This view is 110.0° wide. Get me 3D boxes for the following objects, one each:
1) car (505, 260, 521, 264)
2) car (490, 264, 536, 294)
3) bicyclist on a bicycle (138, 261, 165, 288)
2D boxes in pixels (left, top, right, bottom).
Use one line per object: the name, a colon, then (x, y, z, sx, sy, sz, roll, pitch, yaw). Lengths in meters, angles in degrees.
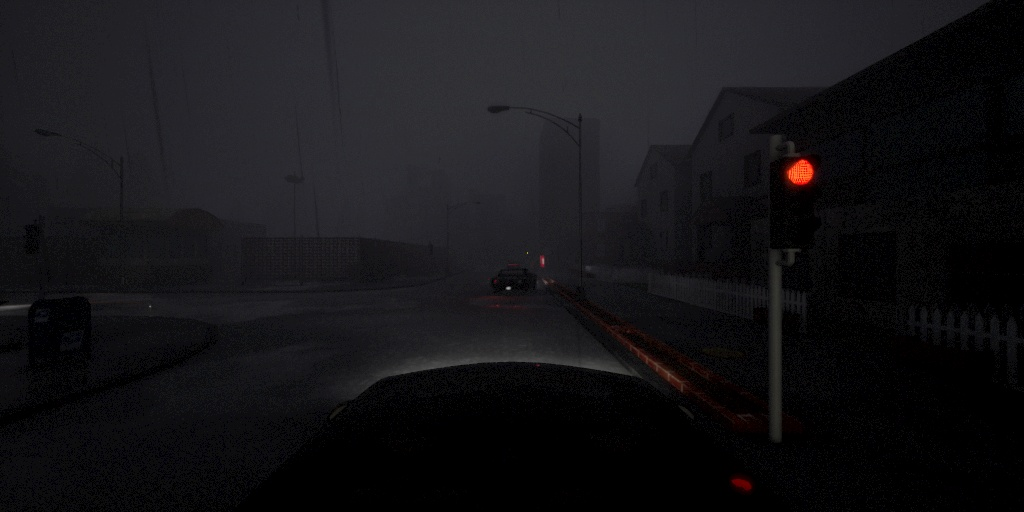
car: (0.134, 1.254, 47.680, 1.837, 1.490, 4.892, 0, 0, 0)
car: (0.223, 1.351, 20.519, 1.895, 1.301, 4.718, 0, 0, 11)
bicyclist on a bicycle: (-21.728, 1.099, 21.633, 0.582, 1.620, 1.656, 0, 0, 0)
